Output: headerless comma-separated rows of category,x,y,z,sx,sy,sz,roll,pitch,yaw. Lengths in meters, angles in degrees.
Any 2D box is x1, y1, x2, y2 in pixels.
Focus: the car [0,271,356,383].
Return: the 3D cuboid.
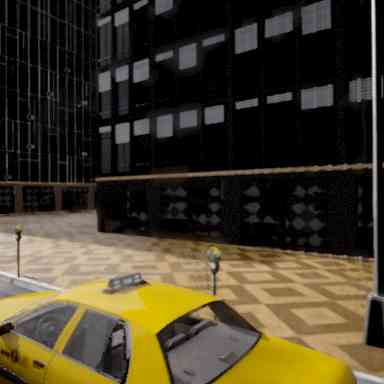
car,-0.894,1.533,3.520,4.829,1.417,1.752,0,-1,35
